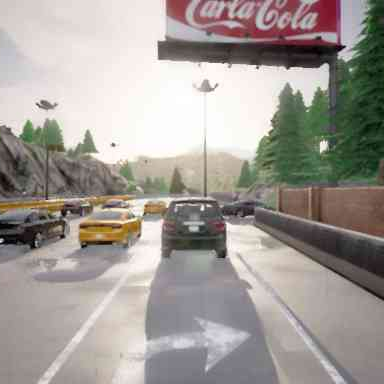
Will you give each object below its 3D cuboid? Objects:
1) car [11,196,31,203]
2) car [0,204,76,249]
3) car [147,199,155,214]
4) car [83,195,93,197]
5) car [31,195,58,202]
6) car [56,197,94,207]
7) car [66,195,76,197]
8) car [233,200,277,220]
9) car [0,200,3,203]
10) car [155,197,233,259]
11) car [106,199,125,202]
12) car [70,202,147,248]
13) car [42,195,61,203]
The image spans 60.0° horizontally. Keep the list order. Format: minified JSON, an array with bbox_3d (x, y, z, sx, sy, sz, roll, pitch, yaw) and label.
[{"bbox_3d":[-24.645,1.413,48.788,2.128,1.511,4.902,0,0,0],"label":"car"},{"bbox_3d":[-6.926,1.483,14.438,1.837,1.490,4.892,0,0,0],"label":"car"},{"bbox_3d":[-3.447,1.427,31.873,1.882,1.535,5.008,0,0,0],"label":"car"},{"bbox_3d":[-21.297,1.417,67.724,2.128,1.511,4.902,0,0,-1],"label":"car"},{"bbox_3d":[-21.146,1.449,48.550,1.812,1.442,4.674,0,0,0],"label":"car"},{"bbox_3d":[-10.447,1.456,30.597,1.837,1.490,4.892,0,0,0],"label":"car"},{"bbox_3d":[-24.800,1.392,67.856,1.837,1.490,4.892,0,0,-1],"label":"car"},{"bbox_3d":[5.033,1.462,27.854,4.892,1.490,1.837,0,-5,-13],"label":"car"},{"bbox_3d":[-28.037,1.475,45.441,2.033,1.411,5.357,0,0,0],"label":"car"},{"bbox_3d":[0.070,1.200,12.675,2.150,2.045,5.566,0,0,0],"label":"car"},{"bbox_3d":[-6.947,1.456,30.571,1.837,1.490,4.892,0,0,0],"label":"car"},{"bbox_3d":[-3.425,1.454,14.710,1.882,1.535,5.008,0,0,0],"label":"car"},{"bbox_3d":[-28.289,1.393,67.073,1.837,1.490,4.892,0,0,-1],"label":"car"}]
